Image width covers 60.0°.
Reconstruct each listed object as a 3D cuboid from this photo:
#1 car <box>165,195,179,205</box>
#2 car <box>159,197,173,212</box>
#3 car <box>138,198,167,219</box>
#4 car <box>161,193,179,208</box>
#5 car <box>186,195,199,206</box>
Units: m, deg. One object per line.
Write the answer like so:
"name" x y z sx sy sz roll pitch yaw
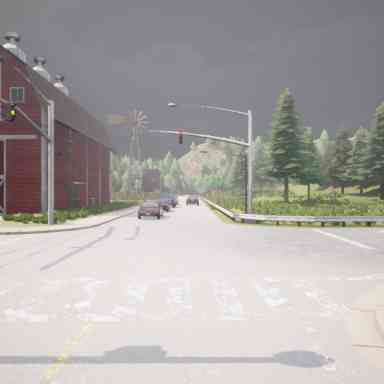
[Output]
"car" -3.464 1.352 58.241 2.097 1.767 4.553 0 0 0
"car" -3.535 1.601 38.304 1.895 1.301 4.718 0 0 0
"car" -3.551 1.526 29.143 1.812 1.442 4.674 0 0 0
"car" -3.507 1.221 48.160 2.150 2.045 5.566 0 0 1
"car" 0.094 1.352 55.549 2.097 1.767 4.553 0 0 0
